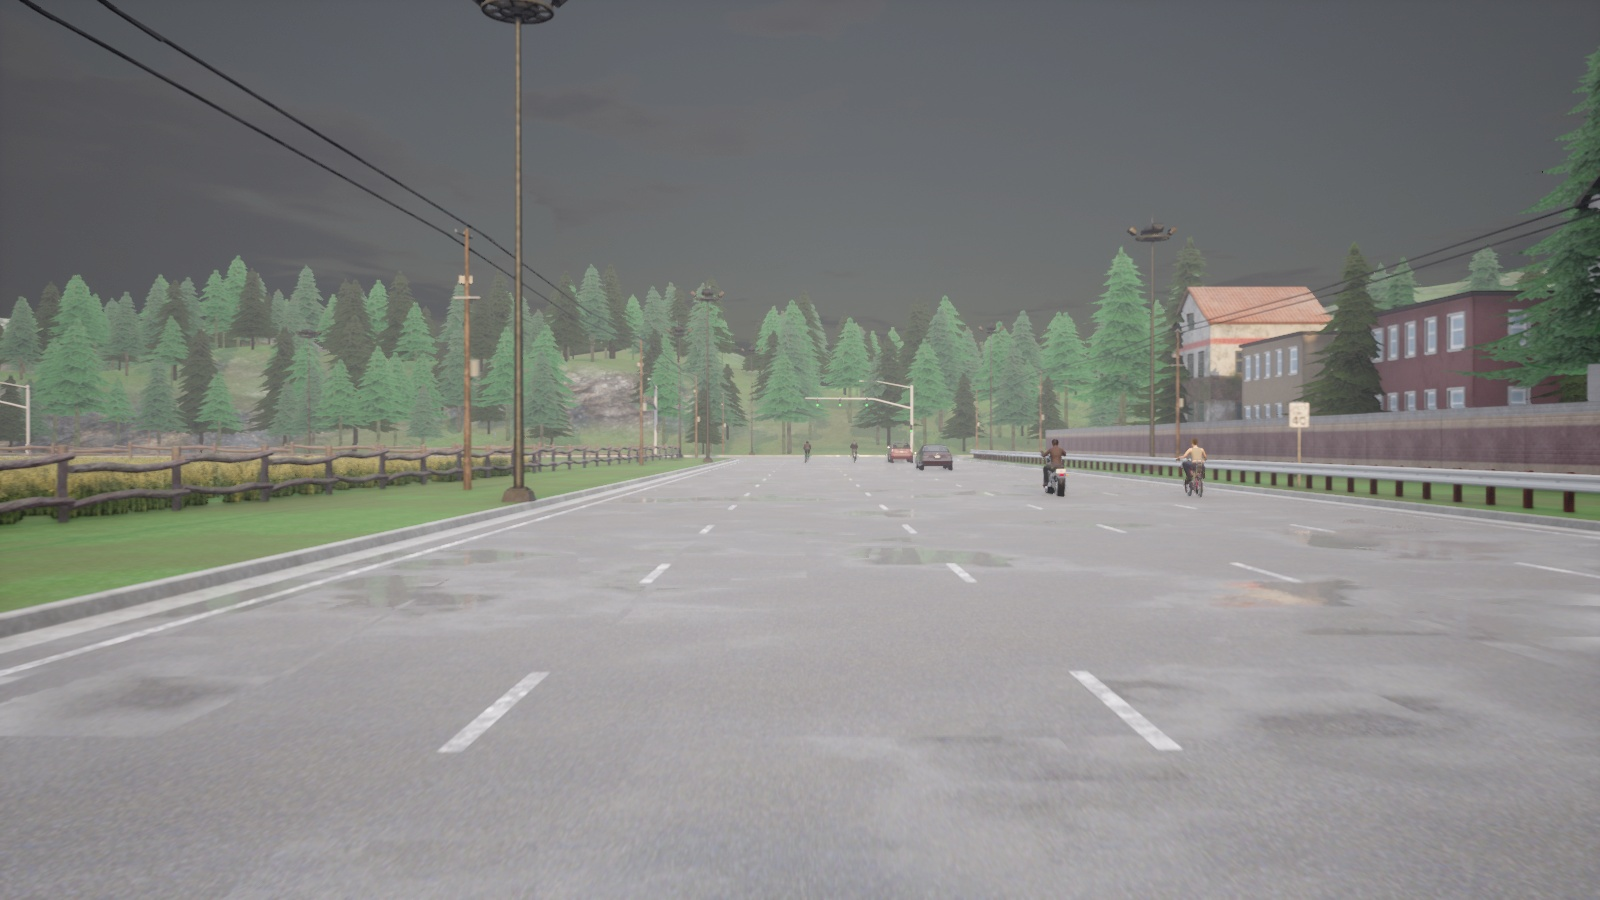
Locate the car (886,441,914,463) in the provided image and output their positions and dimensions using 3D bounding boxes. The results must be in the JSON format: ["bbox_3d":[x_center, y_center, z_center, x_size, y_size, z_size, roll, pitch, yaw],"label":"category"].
[{"bbox_3d":[7.558,0.115,94.987,1.851,1.617,3.988,0,0,0],"label":"car"}]

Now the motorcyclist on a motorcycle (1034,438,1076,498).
[{"bbox_3d":[7.216,0.502,35.654,0.766,1.649,2.350,0,0,1],"label":"motorcyclist on a motorcycle"}]

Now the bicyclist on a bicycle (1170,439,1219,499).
[{"bbox_3d":[10.705,0.499,34.148,0.866,1.612,1.509,0,0,1],"label":"bicyclist on a bicycle"}]

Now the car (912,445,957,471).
[{"bbox_3d":[7.424,0.407,69.731,2.033,1.411,5.357,0,0,1],"label":"car"}]
